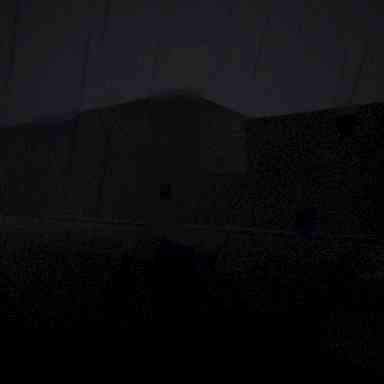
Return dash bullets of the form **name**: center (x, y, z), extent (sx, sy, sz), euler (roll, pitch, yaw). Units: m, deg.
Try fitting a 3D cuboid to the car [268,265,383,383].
- **car**: center (2.297, 1.522, 3.484), extent (2.002, 1.452, 4.674), euler (0, 0, 36)
